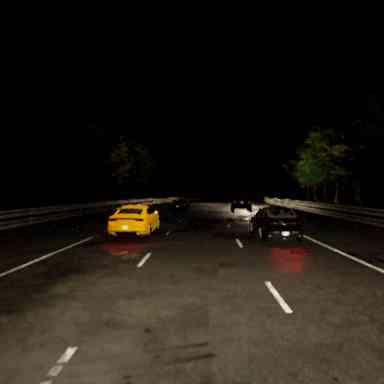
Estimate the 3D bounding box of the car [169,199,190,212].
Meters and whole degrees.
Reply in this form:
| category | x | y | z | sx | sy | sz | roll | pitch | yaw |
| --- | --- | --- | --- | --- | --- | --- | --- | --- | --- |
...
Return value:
| category | x | y | z | sx | sy | sz | roll | pitch | yaw |
| --- | --- | --- | --- | --- | --- | --- | --- | --- | --- |
| car | -1.399 | 1.545 | 38.646 | 1.994 | 1.385 | 4.181 | 0 | 0 | 6 |

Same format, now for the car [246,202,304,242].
| category | x | y | z | sx | sy | sz | roll | pitch | yaw |
| --- | --- | --- | --- | --- | --- | --- | --- | --- | --- |
| car | 4.021 | 1.480 | 16.303 | 1.837 | 1.490 | 4.892 | 0 | 0 | 2 |

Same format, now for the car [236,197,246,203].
| category | x | y | z | sx | sy | sz | roll | pitch | yaw |
| --- | --- | --- | --- | --- | --- | --- | --- | --- | --- |
| car | 11.963 | 1.884 | 80.717 | 2.033 | 1.411 | 5.357 | 0 | -1 | 12 |

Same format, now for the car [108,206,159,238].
| category | x | y | z | sx | sy | sz | roll | pitch | yaw |
| --- | --- | --- | --- | --- | --- | --- | --- | --- | --- |
| car | -2.927 | 1.450 | 17.590 | 1.882 | 1.535 | 5.008 | 0 | 0 | 3 |

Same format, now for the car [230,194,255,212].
| category | x | y | z | sx | sy | sz | roll | pitch | yaw |
| --- | --- | --- | --- | --- | --- | --- | --- | --- | --- |
| car | 5.506 | 1.196 | 37.480 | 2.150 | 2.045 | 5.566 | 0 | 0 | 5 |
